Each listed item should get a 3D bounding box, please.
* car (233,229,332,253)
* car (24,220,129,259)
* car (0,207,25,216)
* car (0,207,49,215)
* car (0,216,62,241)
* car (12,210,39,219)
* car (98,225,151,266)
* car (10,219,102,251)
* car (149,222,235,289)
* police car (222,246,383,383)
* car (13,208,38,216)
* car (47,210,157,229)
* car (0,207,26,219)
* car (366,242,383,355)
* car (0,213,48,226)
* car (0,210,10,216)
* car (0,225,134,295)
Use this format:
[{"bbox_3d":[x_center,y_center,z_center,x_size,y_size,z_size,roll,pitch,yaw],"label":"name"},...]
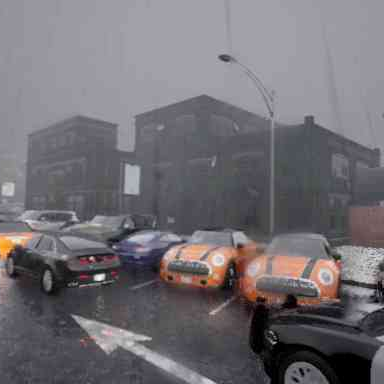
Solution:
[{"bbox_3d":[2.926,1.949,9.157,2.185,1.767,4.553,1,-4,25],"label":"car"},{"bbox_3d":[-5.711,2.308,17.387,1.946,1.575,5.366,1,-4,25],"label":"car"},{"bbox_3d":[-44.052,4.809,81.425,5.566,2.045,2.435,-1,-4,23],"label":"car"},{"bbox_3d":[-9.908,2.204,21.766,2.435,2.045,5.566,1,-4,25],"label":"car"},{"bbox_3d":[-12.050,2.552,23.856,2.163,1.488,4.792,0,-4,25],"label":"car"},{"bbox_3d":[-33.810,4.532,67.556,4.792,1.488,2.163,1,-3,23],"label":"car"},{"bbox_3d":[-1.371,2.236,13.335,2.002,1.452,4.674,0,-4,25],"label":"car"},{"bbox_3d":[-7.784,2.418,19.637,2.163,1.488,4.792,1,-4,25],"label":"car"},{"bbox_3d":[0.790,2.011,11.265,2.185,1.767,4.553,1,-4,25],"label":"car"},{"bbox_3d":[2.976,1.694,3.246,5.238,1.638,1.930,-2,-4,44],"label":"police car"},{"bbox_3d":[-41.934,4.982,83.628,5.566,2.045,2.435,-1,-4,23],"label":"car"},{"bbox_3d":[-3.487,2.008,15.438,2.435,2.045,5.566,1,-4,25],"label":"car"},{"bbox_3d":[-35.764,4.084,65.417,5.566,2.045,2.435,1,-3,23],"label":"car"},{"bbox_3d":[5.030,2.038,6.986,2.163,1.488,4.792,1,-4,25],"label":"car"},{"bbox_3d":[-8.316,1.950,14.382,4.553,1.767,2.097,-2,-4,45],"label":"car"},{"bbox_3d":[-46.117,4.916,79.201,4.792,1.488,2.163,-1,-4,23],"label":"car"},{"bbox_3d":[-4.070,1.977,10.182,4.892,1.490,1.837,-2,-4,45],"label":"car"}]
